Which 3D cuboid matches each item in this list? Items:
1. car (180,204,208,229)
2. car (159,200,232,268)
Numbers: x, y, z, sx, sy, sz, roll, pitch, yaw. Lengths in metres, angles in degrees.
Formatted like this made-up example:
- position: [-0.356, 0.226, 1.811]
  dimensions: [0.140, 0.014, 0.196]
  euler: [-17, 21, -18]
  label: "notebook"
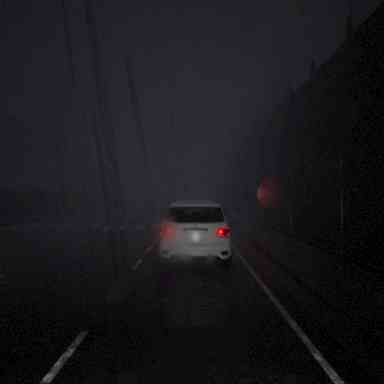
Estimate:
- position: [0.124, 1.681, 24.070]
  dimensions: [1.812, 1.442, 4.674]
  euler: [0, 0, 0]
  label: "car"
- position: [0.100, 1.296, 11.680]
  dimensions: [2.150, 2.045, 5.566]
  euler: [0, -1, 0]
  label: "car"
